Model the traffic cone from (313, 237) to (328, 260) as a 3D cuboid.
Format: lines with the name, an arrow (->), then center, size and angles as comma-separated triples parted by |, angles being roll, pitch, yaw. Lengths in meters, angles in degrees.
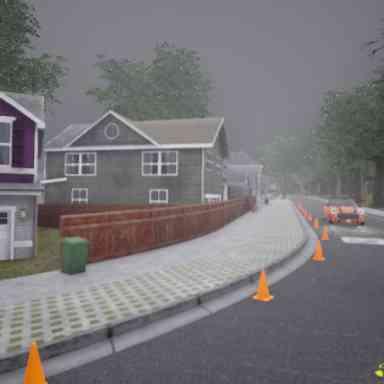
traffic cone -> 4.058, 1.846, 10.630 | 0.340, 0.580, 0.340 | 0, 1, 29

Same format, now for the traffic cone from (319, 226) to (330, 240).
traffic cone -> 5.927, 1.804, 14.780 | 0.340, 0.580, 0.340 | 1, 1, 19

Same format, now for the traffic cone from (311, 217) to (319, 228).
traffic cone -> 7.273, 1.779, 19.440 | 0.340, 0.580, 0.340 | 1, 0, 16

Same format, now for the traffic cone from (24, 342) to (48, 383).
traffic cone -> -1.734, 1.949, 3.658 | 0.340, 0.580, 0.340 | -1, 1, -40

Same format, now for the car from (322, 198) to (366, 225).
car -> 10.076, 1.186, 22.312 | 2.097, 1.767, 4.553 | 1, 0, 16

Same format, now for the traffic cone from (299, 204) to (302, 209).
traffic cone -> 11.294, 1.737, 33.894 | 0.340, 0.580, 0.340 | 1, 0, 16

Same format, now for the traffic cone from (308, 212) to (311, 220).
traffic cone -> 8.613, 1.764, 24.259 | 0.340, 0.580, 0.340 | 1, 0, 16

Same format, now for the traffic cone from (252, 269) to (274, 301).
traffic cone -> 1.476, 1.897, 6.882 | 0.340, 0.580, 0.340 | 0, 1, 40
